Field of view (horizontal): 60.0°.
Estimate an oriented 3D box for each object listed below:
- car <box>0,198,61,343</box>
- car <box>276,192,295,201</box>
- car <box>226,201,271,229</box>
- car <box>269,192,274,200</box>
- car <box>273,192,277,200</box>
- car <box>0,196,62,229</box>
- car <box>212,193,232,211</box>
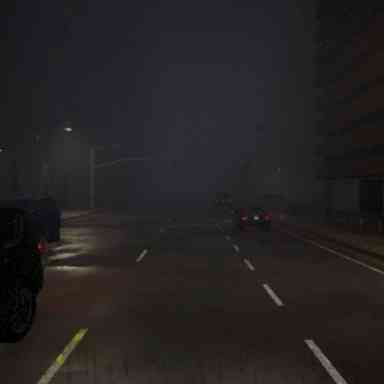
[{"bbox_3d":[-3.591,1.210,3.461,2.150,2.045,5.566,0,1,0],"label":"car"},{"bbox_3d":[24.302,1.268,85.064,3.806,1.475,1.970,0,0,0],"label":"car"},{"bbox_3d":[3.582,1.502,21.002,2.033,1.411,5.357,0,0,0],"label":"car"},{"bbox_3d":[24.223,1.014,90.641,4.605,1.855,1.932,0,0,0],"label":"car"},{"bbox_3d":[24.287,1.230,87.959,3.905,1.438,1.784,0,0,0],"label":"car"},{"bbox_3d":[-7.061,1.194,13.121,2.150,2.045,5.566,0,0,0],"label":"car"},{"bbox_3d":[3.697,1.134,40.284,2.150,2.045,5.566,0,0,3],"label":"car"}]
